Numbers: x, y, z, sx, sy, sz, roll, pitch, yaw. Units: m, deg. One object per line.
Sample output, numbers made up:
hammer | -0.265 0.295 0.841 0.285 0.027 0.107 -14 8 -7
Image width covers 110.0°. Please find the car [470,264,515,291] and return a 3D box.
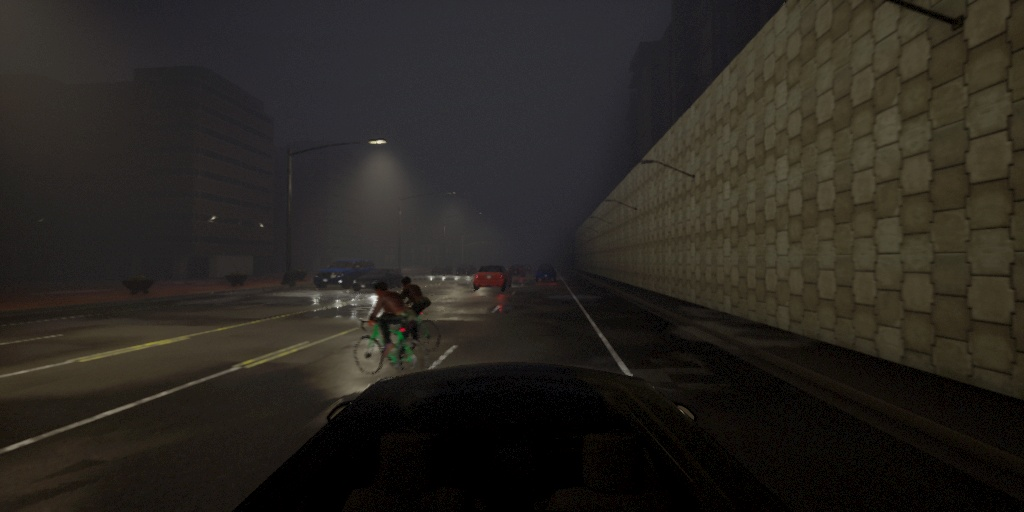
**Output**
car | -1.242 1.390 24.766 2.097 1.767 4.553 0 -1 6

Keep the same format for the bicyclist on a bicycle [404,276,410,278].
bicyclist on a bicycle | -2.227 1.279 7.977 1.656 1.620 0.582 -3 -2 32

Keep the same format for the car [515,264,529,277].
car | 0.690 1.758 43.606 1.882 1.535 5.008 0 -1 6

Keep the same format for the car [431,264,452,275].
car | -9.435 1.801 48.711 1.882 1.535 5.008 0 -1 6

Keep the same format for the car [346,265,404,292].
car | -8.607 1.533 23.589 1.812 1.442 4.674 0 -1 6

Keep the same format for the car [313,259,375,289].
car | -11.871 1.253 26.063 2.150 2.045 5.566 0 -1 6

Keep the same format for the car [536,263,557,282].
car | 3.298 1.651 34.684 1.882 1.535 5.008 0 -1 6

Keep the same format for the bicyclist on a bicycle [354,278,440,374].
bicyclist on a bicycle | -2.082 1.256 6.073 1.656 1.620 0.582 -3 -2 25

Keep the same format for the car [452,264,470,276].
car | -6.060 1.792 47.401 1.882 1.535 5.008 0 -1 6

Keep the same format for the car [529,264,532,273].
car | 2.358 2.034 59.658 2.033 1.411 5.357 0 -1 6
